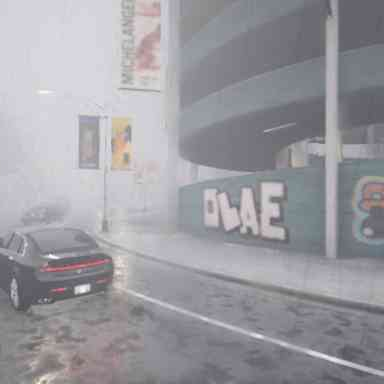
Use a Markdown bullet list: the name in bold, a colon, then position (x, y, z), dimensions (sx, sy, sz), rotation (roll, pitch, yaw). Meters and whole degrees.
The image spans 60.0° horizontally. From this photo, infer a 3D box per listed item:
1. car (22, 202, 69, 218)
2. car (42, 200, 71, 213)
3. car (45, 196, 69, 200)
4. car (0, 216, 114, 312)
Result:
- **car**: position (-11.522, 1.747, 25.973), dimensions (2.033, 1.411, 5.357), rotation (0, -1, -6)
- **car**: position (-14.787, 1.818, 34.859), dimensions (2.033, 1.411, 5.357), rotation (0, -1, 5)
- **car**: position (-20.171, 1.594, 49.372), dimensions (2.150, 2.045, 5.566), rotation (0, -1, 8)
- **car**: position (-3.639, 1.569, 8.018), dimensions (1.837, 1.490, 4.892), rotation (0, 0, -41)
